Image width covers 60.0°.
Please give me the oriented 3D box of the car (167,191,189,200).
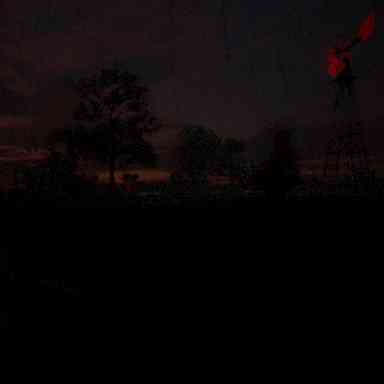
[{"bbox_3d":[-2.555,0.605,61.946,1.882,1.535,5.008,0,1,37],"label":"car"}]
